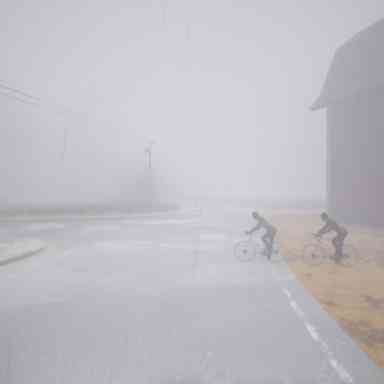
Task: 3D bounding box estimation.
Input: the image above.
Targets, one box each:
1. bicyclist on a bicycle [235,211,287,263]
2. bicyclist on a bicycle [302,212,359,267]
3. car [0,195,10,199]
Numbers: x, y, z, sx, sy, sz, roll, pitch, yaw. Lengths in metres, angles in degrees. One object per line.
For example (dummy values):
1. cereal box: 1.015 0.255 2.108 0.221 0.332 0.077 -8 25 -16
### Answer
1. bicyclist on a bicycle: 2.175 1.433 10.549 1.656 1.620 0.582 0 0 7
2. bicyclist on a bicycle: 4.115 1.435 9.932 1.656 1.620 0.582 0 0 7
3. car: -30.689 1.272 53.835 2.242 1.667 4.611 0 0 -19
